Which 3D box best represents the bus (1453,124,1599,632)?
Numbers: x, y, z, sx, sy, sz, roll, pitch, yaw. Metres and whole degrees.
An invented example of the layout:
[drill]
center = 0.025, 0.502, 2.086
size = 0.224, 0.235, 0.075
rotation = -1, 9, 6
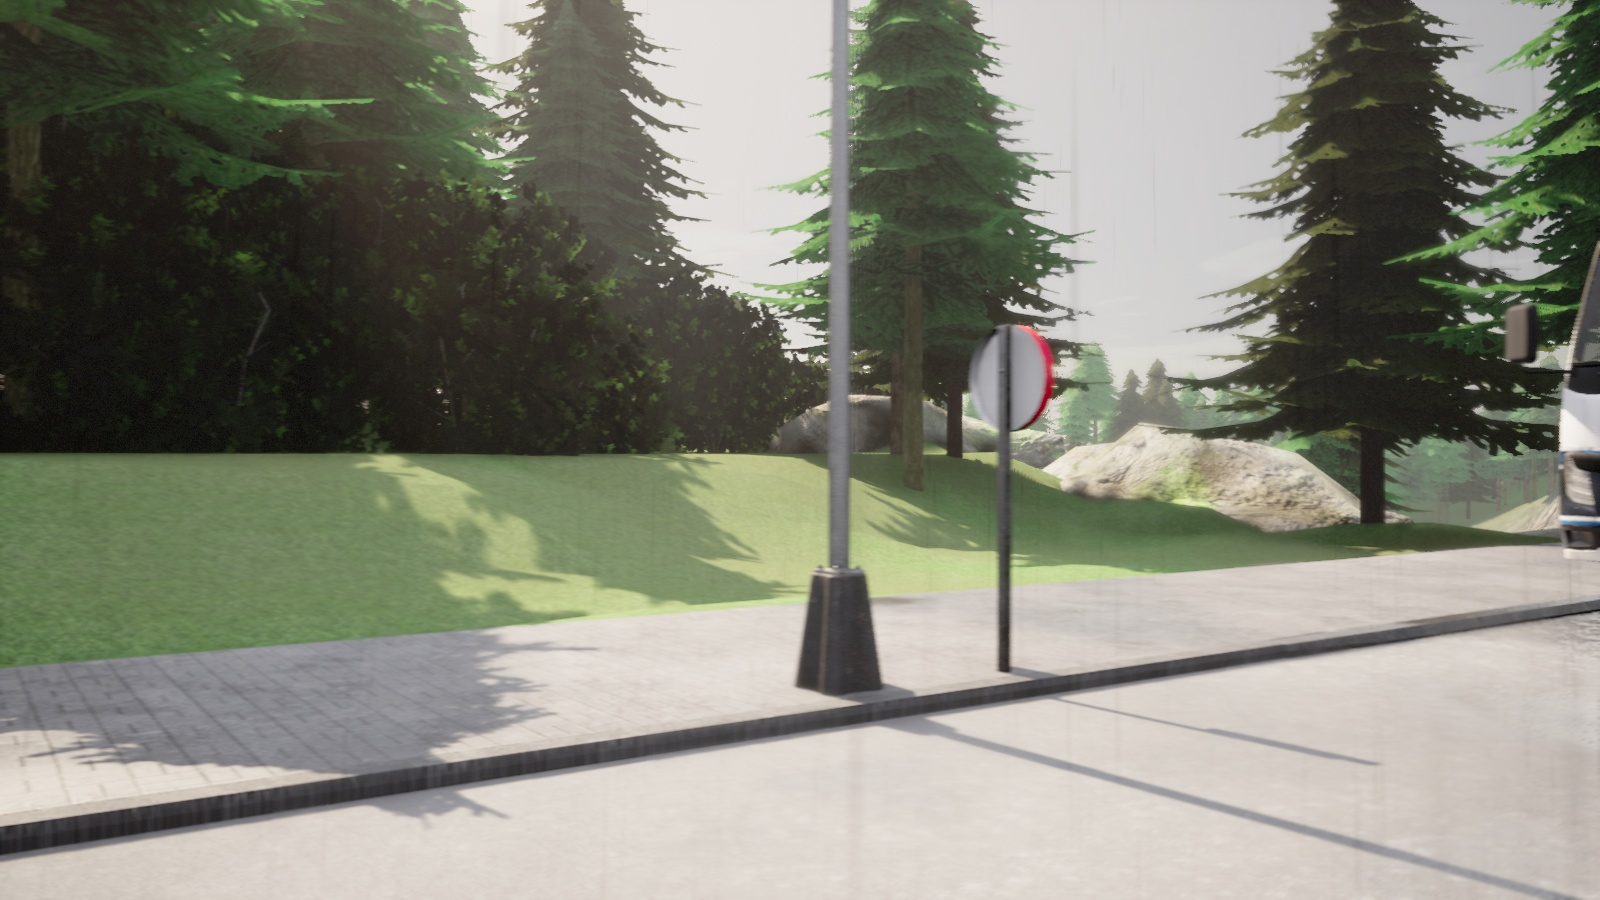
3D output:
[bus]
center = 11.484, -0.619, 12.523
size = 10.273, 4.253, 3.944
rotation = 0, 0, -30
